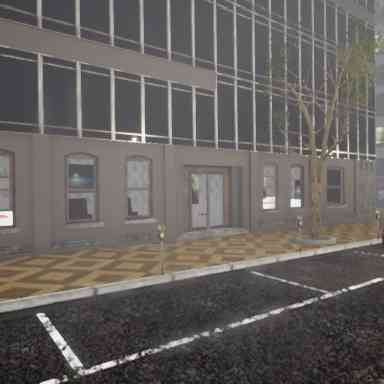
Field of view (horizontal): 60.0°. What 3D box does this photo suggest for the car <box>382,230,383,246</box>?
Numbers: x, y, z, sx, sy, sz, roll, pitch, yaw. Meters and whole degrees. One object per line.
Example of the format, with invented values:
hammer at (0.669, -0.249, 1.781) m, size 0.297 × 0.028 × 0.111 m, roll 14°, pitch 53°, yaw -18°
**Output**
car at (9.329, 1.442, 13.249) m, size 4.097 × 1.590 × 1.967 m, roll 0°, pitch -1°, yaw -36°
